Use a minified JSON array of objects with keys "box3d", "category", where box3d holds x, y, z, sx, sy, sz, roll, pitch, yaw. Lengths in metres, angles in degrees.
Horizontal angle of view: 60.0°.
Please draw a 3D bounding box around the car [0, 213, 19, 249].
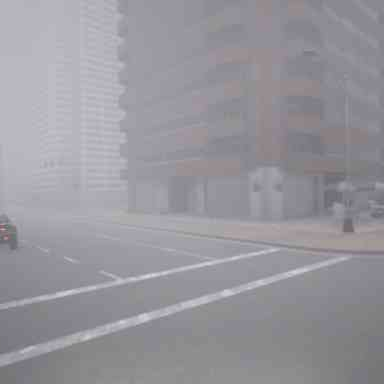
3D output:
[{"box3d":[-9.063,1.663,14.596,1.837,1.490,4.892,-1,0,-41],"category":"car"}]
